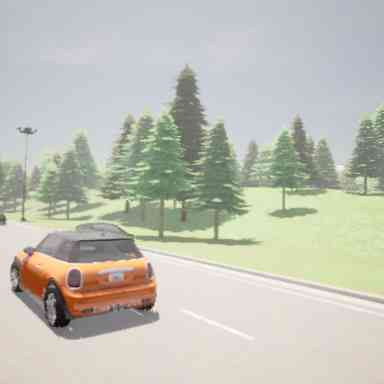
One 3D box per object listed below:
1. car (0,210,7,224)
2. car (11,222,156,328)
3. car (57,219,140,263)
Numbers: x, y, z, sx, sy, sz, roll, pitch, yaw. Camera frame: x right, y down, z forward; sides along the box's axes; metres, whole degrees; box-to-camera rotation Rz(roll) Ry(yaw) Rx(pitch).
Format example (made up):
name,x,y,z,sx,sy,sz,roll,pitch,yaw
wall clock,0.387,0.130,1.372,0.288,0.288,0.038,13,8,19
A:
name,x,y,z,sx,sy,sz,roll,pitch,yaw
car,-21.973,2.754,36.983,2.128,1.511,4.902,4,-4,-39
car,-2.796,1.695,8.024,2.097,1.767,4.553,4,-4,-39
car,-4.591,2.158,15.729,1.882,1.535,5.008,4,-4,-39
